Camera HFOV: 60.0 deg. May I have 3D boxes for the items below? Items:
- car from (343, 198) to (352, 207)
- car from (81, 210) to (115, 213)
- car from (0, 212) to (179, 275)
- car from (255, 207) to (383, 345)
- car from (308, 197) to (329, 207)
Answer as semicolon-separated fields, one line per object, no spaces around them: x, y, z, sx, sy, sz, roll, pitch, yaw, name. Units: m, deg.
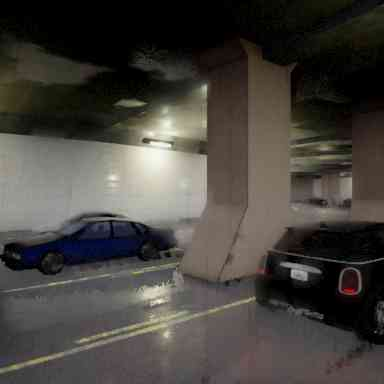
22.807;1.547;47.069;2.033;1.411;5.357;0;0;12;car
-4.289;1.526;14.189;4.674;1.442;1.812;0;0;-40;car
-3.002;1.547;10.680;5.357;1.411;2.033;0;0;-38;car
3.355;1.352;6.696;4.553;1.767;2.097;0;0;-40;car
19.887;1.491;52.512;2.128;1.511;4.902;0;0;1;car
